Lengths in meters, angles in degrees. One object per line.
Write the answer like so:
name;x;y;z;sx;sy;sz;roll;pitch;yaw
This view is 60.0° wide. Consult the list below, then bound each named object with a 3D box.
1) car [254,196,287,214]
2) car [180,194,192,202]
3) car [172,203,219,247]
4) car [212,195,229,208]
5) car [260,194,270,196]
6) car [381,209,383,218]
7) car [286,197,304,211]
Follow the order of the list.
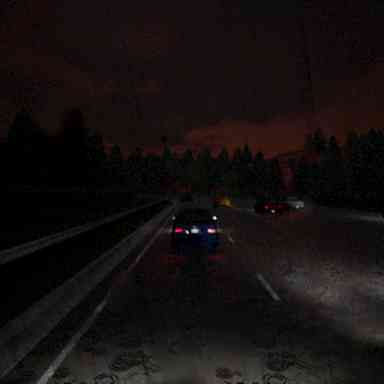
car;7.106;1.362;31.313;1.895;1.301;4.718;0;0;0
car;-1.145;1.092;62.164;1.994;1.385;4.181;0;0;-8
car;0.104;1.437;14.488;2.033;1.411;5.357;0;0;0
car;3.609;1.157;42.240;1.882;1.535;5.008;0;0;0
car;13.354;1.060;61.267;1.812;1.442;4.674;0;0;-8
car;14.104;1.440;21.058;1.895;1.301;4.718;0;0;0
car;10.609;1.254;35.760;1.812;1.442;4.674;0;0;0
